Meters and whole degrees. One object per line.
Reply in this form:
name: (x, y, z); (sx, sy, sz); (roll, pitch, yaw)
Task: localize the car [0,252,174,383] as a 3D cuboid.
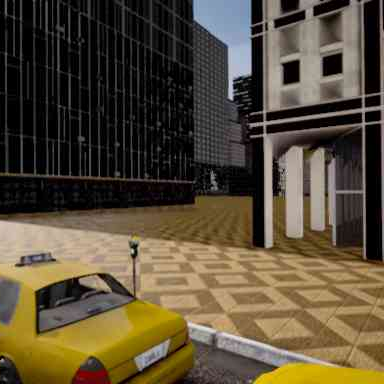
car: (-2.254, 1.493, 4.486); (4.829, 1.417, 1.752); (1, -1, 35)

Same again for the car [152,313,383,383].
car: (2.250, 1.535, 1.289); (4.829, 1.417, 1.752); (1, -1, 35)
